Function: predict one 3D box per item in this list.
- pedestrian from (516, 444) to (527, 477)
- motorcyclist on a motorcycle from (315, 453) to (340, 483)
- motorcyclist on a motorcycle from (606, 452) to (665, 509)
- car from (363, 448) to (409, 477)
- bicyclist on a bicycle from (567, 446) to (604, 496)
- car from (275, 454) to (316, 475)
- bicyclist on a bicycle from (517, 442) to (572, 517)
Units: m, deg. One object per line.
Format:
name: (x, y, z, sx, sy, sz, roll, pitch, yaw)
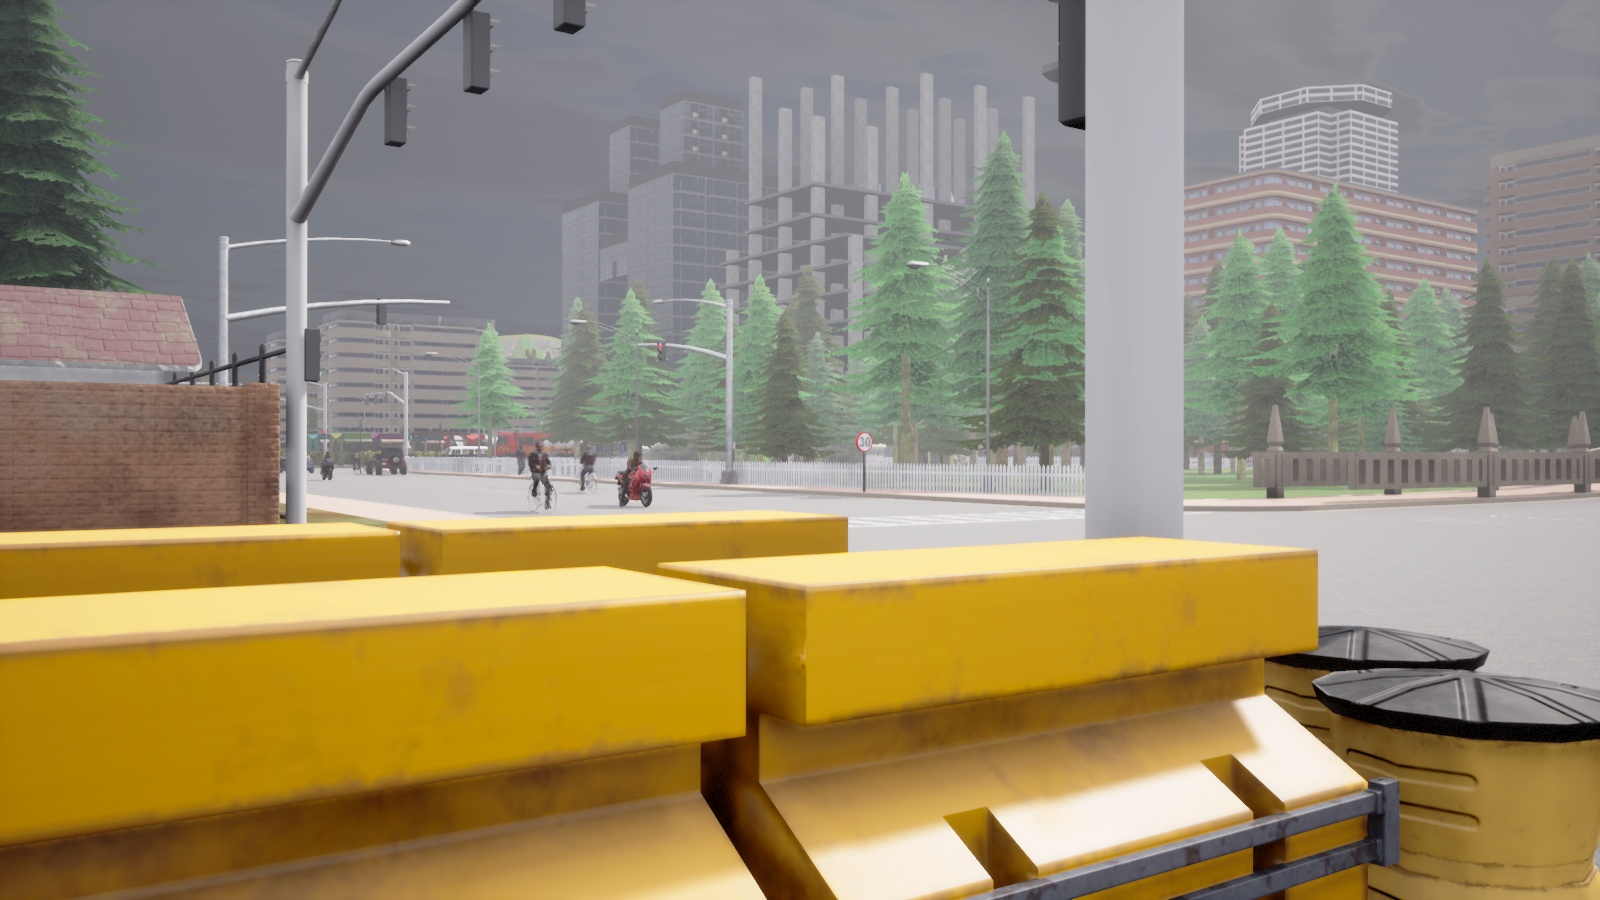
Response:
pedestrian: (-16.026, 0.607, 72.218, 0.402, 1.930, 0.666, 0, 0, -33)
motorcyclist on a motorcycle: (-24.398, 0.933, 64.868, 0.797, 1.523, 2.044, 0, 0, -33)
motorcyclist on a motorcycle: (-4.504, 0.817, 34.329, 0.797, 1.523, 2.044, 0, 0, -33)
car: (-26.840, 0.790, 81.442, 1.905, 1.878, 3.866, 0, 0, -33)
bicyclist on a bicycle: (-7.851, 0.739, 45.880, 0.659, 1.776, 1.843, 0, 0, -33)
car: (-35.553, 0.996, 88.405, 1.970, 1.475, 3.806, 0, 0, -33)
bicyclist on a bicycle: (-6.238, 0.700, 30.578, 0.659, 1.776, 1.843, 0, 0, -33)
